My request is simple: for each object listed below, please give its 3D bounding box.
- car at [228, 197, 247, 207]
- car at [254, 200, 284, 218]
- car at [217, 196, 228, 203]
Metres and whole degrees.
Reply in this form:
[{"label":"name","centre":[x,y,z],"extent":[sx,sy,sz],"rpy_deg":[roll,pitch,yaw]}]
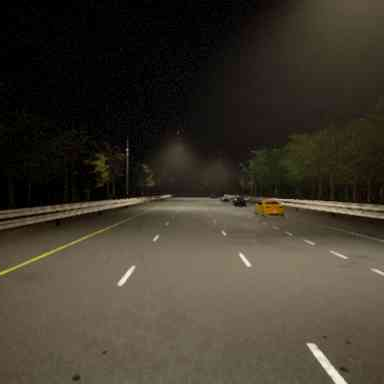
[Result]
[{"label":"car","centre":[7.050,1.586,50.313],"extent":[1.837,1.490,4.892],"rpy_deg":[0,0,0]},{"label":"car","centre":[7.007,1.508,30.548],"extent":[1.882,1.535,5.008],"rpy_deg":[0,0,0]},{"label":"car","centre":[7.142,1.656,72.277],"extent":[1.895,1.301,4.718],"rpy_deg":[0,0,0]}]
